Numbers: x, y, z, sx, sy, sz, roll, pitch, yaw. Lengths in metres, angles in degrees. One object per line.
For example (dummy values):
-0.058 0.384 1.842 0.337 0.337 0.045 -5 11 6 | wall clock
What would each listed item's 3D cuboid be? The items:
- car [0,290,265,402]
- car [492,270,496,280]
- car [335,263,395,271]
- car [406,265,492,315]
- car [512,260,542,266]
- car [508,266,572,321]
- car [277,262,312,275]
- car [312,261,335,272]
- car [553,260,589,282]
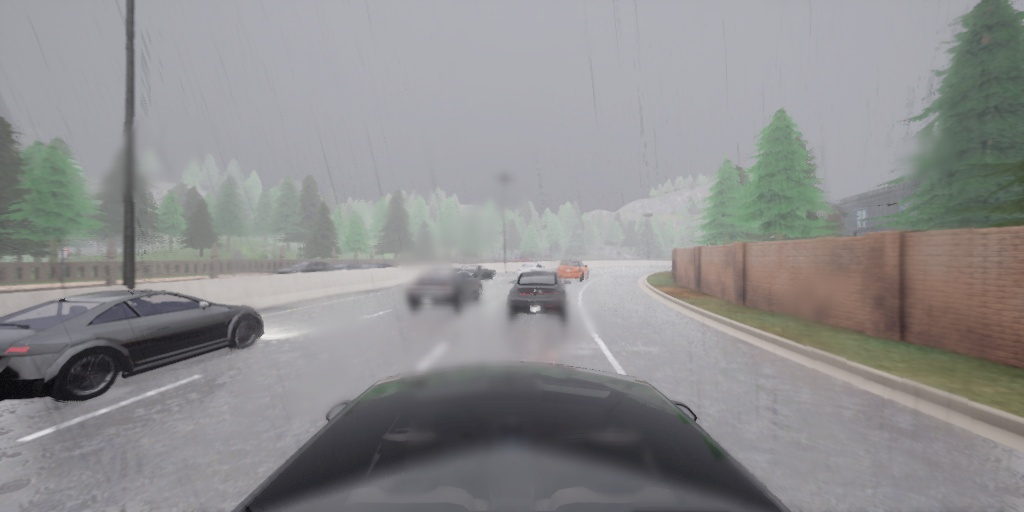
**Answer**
-6.620 1.285 6.361 1.994 1.385 4.181 0 0 3 | car
-2.835 1.354 28.074 1.895 1.301 4.718 0 0 16 | car
-10.508 1.263 27.394 2.033 1.411 5.357 0 0 15 | car
-2.369 1.238 13.753 2.128 1.511 4.902 0 0 7 | car
1.760 1.302 30.877 1.812 1.442 4.674 0 0 19 | car
0.994 1.266 12.552 1.837 1.490 4.892 0 0 7 | car
-17.023 1.192 29.848 1.837 1.490 4.892 0 0 16 | car
-13.580 1.267 29.113 1.994 1.385 4.181 0 0 16 | car
5.157 1.144 29.898 2.097 1.767 4.553 0 0 18 | car
